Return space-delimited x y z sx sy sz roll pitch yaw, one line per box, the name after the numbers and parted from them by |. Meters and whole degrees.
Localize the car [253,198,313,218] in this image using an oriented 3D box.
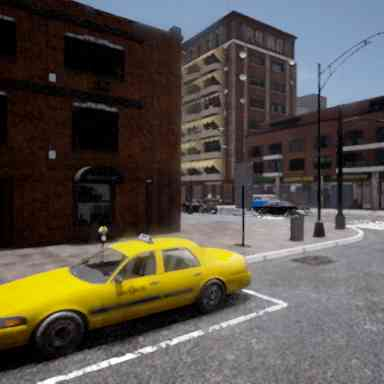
7.417 1.374 27.332 1.895 1.301 4.718 0 -1 -35 | car

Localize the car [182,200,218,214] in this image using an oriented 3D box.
0.707 1.410 32.278 1.947 1.339 4.313 -1 0 -35 | car

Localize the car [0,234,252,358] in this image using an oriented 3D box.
-1.060 1.485 5.959 4.829 1.417 1.752 -1 2 -36 | car

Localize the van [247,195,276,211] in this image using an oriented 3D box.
7.593 1.194 37.052 1.690 1.788 3.998 -1 0 -35 | van
